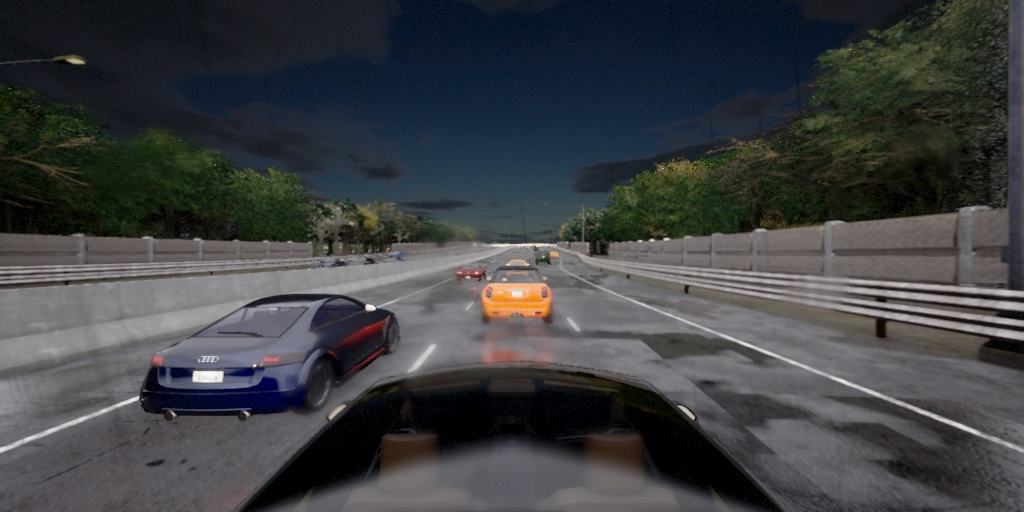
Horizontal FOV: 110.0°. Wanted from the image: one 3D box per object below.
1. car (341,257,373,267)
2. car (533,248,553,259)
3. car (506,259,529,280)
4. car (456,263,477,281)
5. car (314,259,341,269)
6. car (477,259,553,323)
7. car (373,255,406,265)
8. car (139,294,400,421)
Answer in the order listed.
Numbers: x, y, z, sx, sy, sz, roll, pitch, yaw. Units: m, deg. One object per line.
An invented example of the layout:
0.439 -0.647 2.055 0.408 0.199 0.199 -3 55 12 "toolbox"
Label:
-16.923 0.930 40.551 1.837 1.490 4.892 0 1 2 "car"
4.783 0.228 55.848 2.150 2.045 5.566 0 2 3 "car"
0.494 1.068 31.087 1.882 1.535 5.008 0 1 1 "car"
-3.082 1.234 28.078 1.895 1.301 4.718 0 1 1 "car"
-20.422 0.992 40.559 1.994 1.385 4.181 0 1 2 "car"
0.165 1.091 12.187 2.097 1.767 4.553 0 0 0 "car"
-13.426 0.931 40.405 1.837 1.490 4.892 0 1 2 "car"
-3.378 1.309 5.998 1.994 1.385 4.181 0 0 0 "car"
